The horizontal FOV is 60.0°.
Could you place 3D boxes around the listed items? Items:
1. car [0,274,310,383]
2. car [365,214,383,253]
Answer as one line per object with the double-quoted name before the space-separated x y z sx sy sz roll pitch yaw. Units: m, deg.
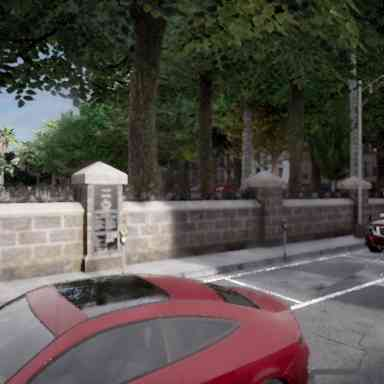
"car" -0.944 1.528 2.704 4.674 1.442 1.812 0 0 -35
"car" 8.691 1.361 12.725 5.009 1.841 2.192 0 0 -35
